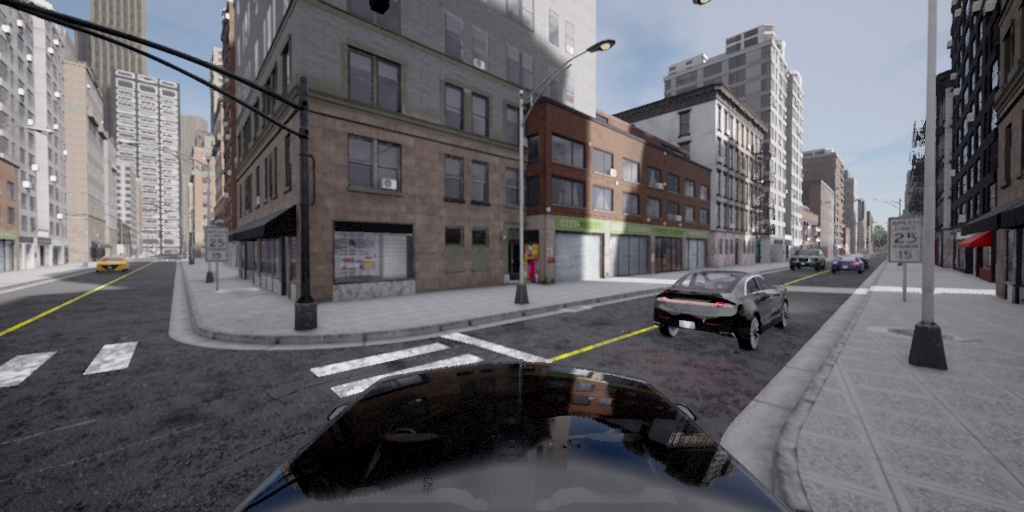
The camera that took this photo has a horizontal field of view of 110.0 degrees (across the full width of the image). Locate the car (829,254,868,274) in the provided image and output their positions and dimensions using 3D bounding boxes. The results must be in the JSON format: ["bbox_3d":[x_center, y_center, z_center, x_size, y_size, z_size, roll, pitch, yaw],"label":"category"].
[{"bbox_3d":[28.744,0.701,30.657,4.674,1.442,1.812,-1,1,-43],"label":"car"}]

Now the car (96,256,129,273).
[{"bbox_3d":[-39.195,0.756,35.253,1.882,1.535,5.008,-1,1,-43],"label":"car"}]

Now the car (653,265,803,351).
[{"bbox_3d":[5.210,1.103,8.708,4.902,1.511,2.128,-1,1,-43],"label":"car"}]

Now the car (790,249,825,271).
[{"bbox_3d":[28.905,0.325,34.999,5.566,2.045,2.150,-1,1,-43],"label":"car"}]

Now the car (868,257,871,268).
[{"bbox_3d":[36.233,0.519,37.732,5.008,1.535,1.882,-1,1,-43],"label":"car"}]
